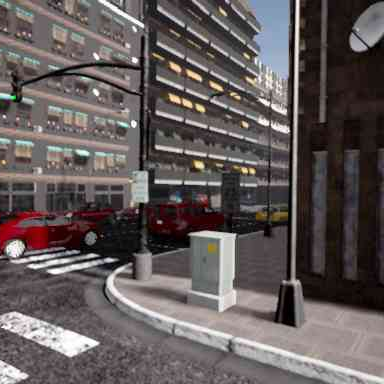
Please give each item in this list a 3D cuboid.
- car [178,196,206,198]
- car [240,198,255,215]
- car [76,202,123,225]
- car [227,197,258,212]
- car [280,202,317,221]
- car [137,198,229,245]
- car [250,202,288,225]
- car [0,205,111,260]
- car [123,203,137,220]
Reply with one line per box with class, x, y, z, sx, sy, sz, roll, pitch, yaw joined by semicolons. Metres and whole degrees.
car;-0.391;1.277;30.337;2.192;1.841;5.009;1;1;36
car;5.410;1.625;33.998;1.895;1.301;4.718;1;1;36
car;-6.841;1.380;21.318;1.967;1.590;4.097;1;1;36
car;6.055;1.427;39.358;1.967;1.590;4.097;1;1;36
car;9.648;1.697;29.979;1.947;1.339;4.313;1;1;36
car;-0.024;1.411;16.442;2.192;1.841;5.009;1;1;36
car;6.523;1.645;25.606;1.752;1.417;4.829;1;1;36
car;-5.857;1.513;12.910;1.882;1.535;5.008;1;1;36
car;-3.617;1.391;25.828;1.967;1.590;4.097;1;1;36
